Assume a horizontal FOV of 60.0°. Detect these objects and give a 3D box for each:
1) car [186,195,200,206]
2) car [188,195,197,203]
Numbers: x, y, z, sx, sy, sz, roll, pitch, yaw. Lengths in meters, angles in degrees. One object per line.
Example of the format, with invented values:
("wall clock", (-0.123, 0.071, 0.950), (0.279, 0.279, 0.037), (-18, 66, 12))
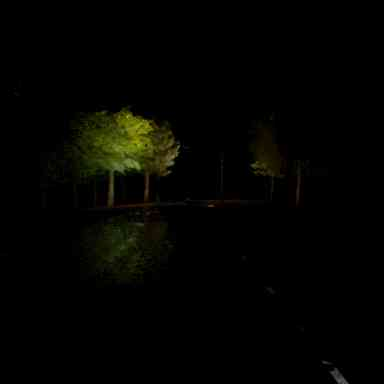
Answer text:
("car", (0.140, 1.406, 51.059), (1.837, 1.490, 4.892), (0, 0, 0))
("car", (0.155, 1.461, 69.465), (1.882, 1.535, 5.008), (0, 0, 0))
